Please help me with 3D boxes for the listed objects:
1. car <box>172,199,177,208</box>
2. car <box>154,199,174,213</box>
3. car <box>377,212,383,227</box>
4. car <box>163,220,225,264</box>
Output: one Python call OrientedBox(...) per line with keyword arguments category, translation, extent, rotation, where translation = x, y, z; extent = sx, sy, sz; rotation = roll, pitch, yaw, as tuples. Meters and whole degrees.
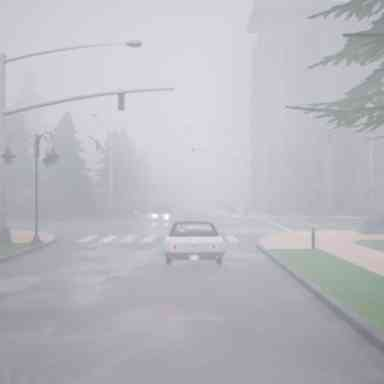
OrientedBox(category="car", translation=(-3.577, 1.887, 56.726), extent=(1.882, 1.535, 5.008), rotation=(0, 0, 1))
OrientedBox(category="car", translation=(-3.735, 1.914, 42.293), extent=(1.895, 1.301, 4.718), rotation=(0, 0, 1))
OrientedBox(category="car", translation=(14.748, 1.729, 22.275), extent=(4.181, 1.385, 1.994), rotation=(0, 0, 1))
OrientedBox(category="car", translation=(0.044, 1.683, 12.152), extent=(1.895, 1.301, 4.718), rotation=(0, 0, -1))
